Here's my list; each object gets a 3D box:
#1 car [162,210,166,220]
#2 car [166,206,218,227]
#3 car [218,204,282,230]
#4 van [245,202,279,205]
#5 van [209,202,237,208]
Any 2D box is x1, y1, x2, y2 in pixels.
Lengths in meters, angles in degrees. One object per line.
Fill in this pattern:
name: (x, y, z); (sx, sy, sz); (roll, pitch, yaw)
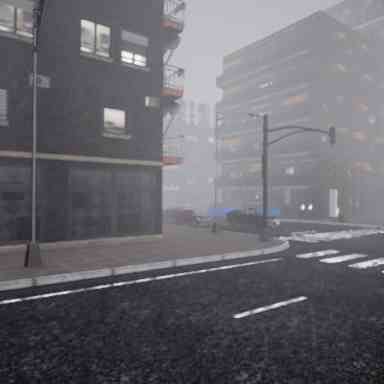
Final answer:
car: (-1.287, 2.158, 33.318); (1.994, 1.385, 4.181); (1, -1, -36)
car: (-0.078, 2.080, 27.325); (1.802, 1.307, 4.206); (0, -1, -36)
car: (4.599, 1.957, 25.313); (2.128, 1.511, 4.902); (1, -1, -36)
van: (6.664, 1.917, 32.244); (1.690, 1.788, 3.998); (0, -1, -36)
van: (3.347, 1.990, 36.759); (1.690, 1.788, 3.998); (0, -1, -36)
